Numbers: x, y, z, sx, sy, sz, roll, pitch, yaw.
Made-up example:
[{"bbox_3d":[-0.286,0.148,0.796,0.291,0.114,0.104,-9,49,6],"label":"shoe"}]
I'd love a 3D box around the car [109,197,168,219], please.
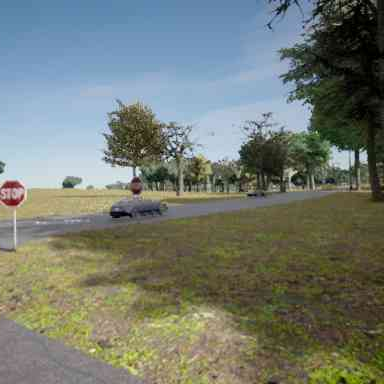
[{"bbox_3d":[-3.465,0.990,22.023,1.994,1.385,4.181,-3,-1,34],"label":"car"}]

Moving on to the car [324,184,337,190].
[{"bbox_3d":[35.055,-1.236,84.477,1.882,1.535,5.008,-3,1,35],"label":"car"}]

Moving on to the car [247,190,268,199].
[{"bbox_3d":[10.859,0.387,55.353,1.895,1.301,4.718,-3,1,34],"label":"car"}]
